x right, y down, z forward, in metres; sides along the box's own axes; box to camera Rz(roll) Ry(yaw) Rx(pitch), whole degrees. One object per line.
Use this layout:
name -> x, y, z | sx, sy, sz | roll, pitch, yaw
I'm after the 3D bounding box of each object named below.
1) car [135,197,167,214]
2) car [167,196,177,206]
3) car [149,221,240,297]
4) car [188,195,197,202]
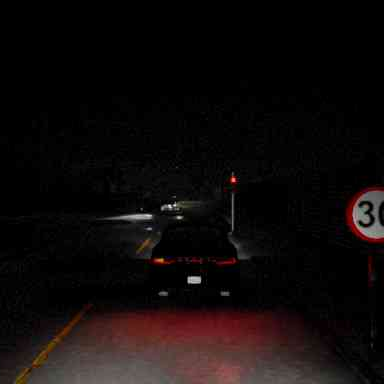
car -> -4.670, 1.493, 36.136 | 2.128, 1.511, 4.902 | 0, 0, 10
car -> -3.989, 1.564, 53.458 | 1.994, 1.385, 4.181 | 0, 0, 0
car -> 0.068, 1.478, 8.629 | 1.882, 1.535, 5.008 | 0, 0, 1
car -> 0.135, 1.339, 71.405 | 1.812, 1.442, 4.674 | 0, 0, 0
